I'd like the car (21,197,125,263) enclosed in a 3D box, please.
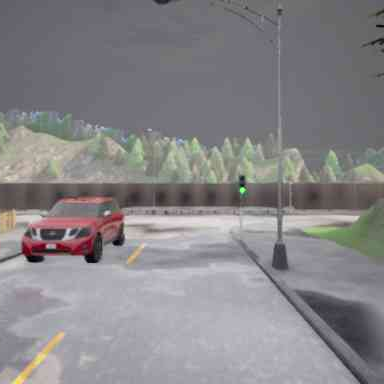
[{"bbox_3d":[-4.001,1.218,12.327,2.150,2.045,5.566,0,0,1],"label":"car"}]
